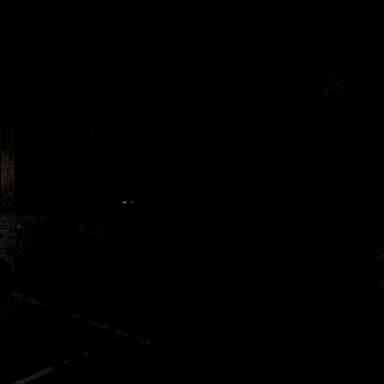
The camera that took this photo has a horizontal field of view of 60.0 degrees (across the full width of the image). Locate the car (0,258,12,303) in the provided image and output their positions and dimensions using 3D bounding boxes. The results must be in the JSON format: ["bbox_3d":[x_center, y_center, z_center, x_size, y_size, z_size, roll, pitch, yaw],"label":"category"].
[{"bbox_3d":[-5.376,1.552,6.795,4.313,1.339,1.947,0,0,35],"label":"car"}]
